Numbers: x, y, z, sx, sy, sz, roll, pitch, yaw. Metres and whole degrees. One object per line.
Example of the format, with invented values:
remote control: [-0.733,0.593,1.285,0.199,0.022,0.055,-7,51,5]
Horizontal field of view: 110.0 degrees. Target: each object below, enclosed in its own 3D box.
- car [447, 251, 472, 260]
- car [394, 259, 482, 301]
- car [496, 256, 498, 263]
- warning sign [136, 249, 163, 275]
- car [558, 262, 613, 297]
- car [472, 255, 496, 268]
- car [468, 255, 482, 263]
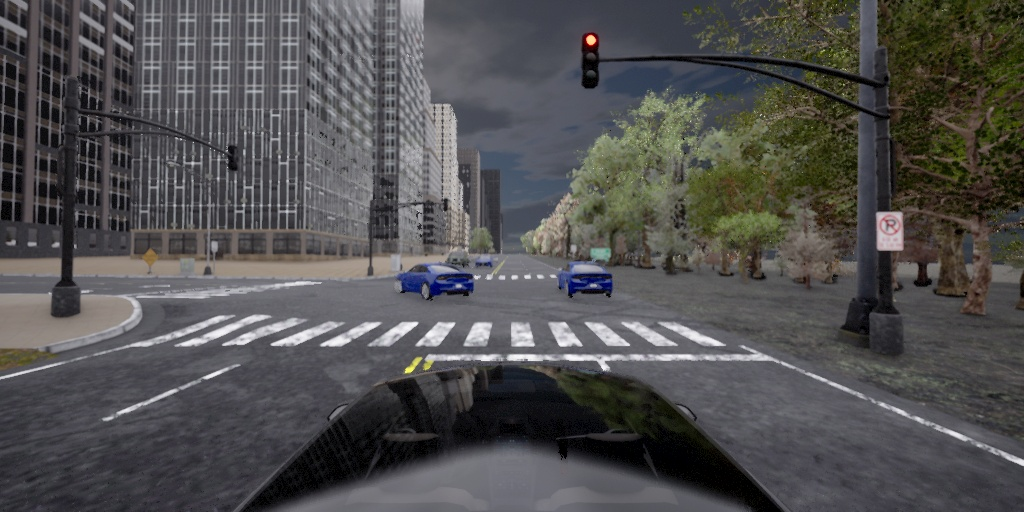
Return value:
car: [-6.581,0.393,44.181,2.150,2.045,5.566,0,1,1]
car: [-3.652,1.044,16.213,1.882,1.535,5.008,1,-1,-38]
car: [-3.303,0.557,59.955,1.895,1.301,4.718,0,1,0]
warning sign: [-26.156,0.388,25.895,1.060,1.860,1.300,0,0,-4]
car: [3.348,1.009,17.159,1.882,1.535,5.008,0,1,0]
car: [-3.330,0.654,43.736,1.882,1.535,5.008,0,1,0]
car: [-6.530,0.516,62.973,1.895,1.301,4.718,0,1,1]
